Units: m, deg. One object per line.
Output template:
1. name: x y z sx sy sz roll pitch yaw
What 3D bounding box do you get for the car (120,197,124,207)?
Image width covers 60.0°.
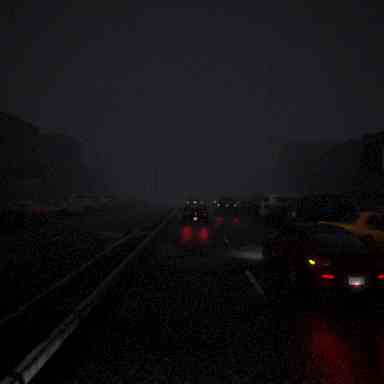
1. car: -12.459 1.419 47.221 4.553 1.767 2.185 0 -1 0

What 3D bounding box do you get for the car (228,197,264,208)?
1. car: 7.949 1.585 49.512 5.008 1.535 2.097 0 -1 0

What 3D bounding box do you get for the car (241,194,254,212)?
1. car: 7.838 1.193 35.741 5.566 2.045 2.435 0 0 0

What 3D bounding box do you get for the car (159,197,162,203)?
1. car: -12.126 2.154 94.581 5.566 2.045 2.435 0 -1 0

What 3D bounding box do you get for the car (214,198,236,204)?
1. car: 8.368 2.209 85.355 5.366 1.575 1.946 0 -1 0

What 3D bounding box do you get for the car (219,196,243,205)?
1. car: 8.047 1.775 68.813 4.553 1.767 2.185 0 -1 0

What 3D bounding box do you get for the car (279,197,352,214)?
1. car: 7.730 1.331 19.203 4.553 1.767 2.185 0 0 0

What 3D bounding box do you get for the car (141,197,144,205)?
1. car: -12.358 1.818 63.888 5.008 1.535 2.097 0 -1 0

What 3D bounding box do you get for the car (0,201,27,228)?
1. car: -12.751 1.482 19.448 4.792 1.488 2.163 0 0 0

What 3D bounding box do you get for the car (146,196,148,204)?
1. car: -12.335 1.945 69.445 4.792 1.488 2.163 0 -1 0

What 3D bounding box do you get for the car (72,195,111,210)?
1. car: -12.746 1.448 38.891 5.366 1.575 1.946 0 0 0

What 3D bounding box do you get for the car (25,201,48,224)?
1. car: -12.705 1.445 22.227 4.892 1.521 2.231 0 0 0

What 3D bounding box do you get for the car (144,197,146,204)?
1. car: -12.323 1.868 66.668 4.892 1.521 2.231 0 -1 0

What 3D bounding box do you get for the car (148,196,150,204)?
1. car: -12.277 1.969 72.349 5.008 1.535 2.097 0 -1 0

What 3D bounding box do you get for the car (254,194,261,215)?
1. car: 7.825 1.190 24.717 5.566 2.045 2.435 0 0 0

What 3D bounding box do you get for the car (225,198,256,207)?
1. car: 8.019 1.702 55.026 4.792 1.488 2.163 0 -1 0

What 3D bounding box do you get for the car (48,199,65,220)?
1. car: -12.679 1.434 25.131 5.008 1.535 2.097 0 0 0

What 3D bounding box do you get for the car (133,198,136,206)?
1. car: -12.606 1.677 55.680 5.366 1.575 1.946 0 -1 0

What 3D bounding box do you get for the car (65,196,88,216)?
1. car: -12.813 1.420 30.689 5.366 1.575 1.946 0 0 0

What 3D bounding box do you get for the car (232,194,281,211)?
1. car: 7.874 1.231 41.251 5.566 2.045 2.435 0 -1 0

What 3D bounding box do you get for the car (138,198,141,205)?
1. car: -12.346 1.800 61.110 4.792 1.488 2.163 0 -1 0

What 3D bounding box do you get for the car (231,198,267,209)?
1. car: 7.935 1.586 46.758 4.674 1.452 2.002 0 -1 0

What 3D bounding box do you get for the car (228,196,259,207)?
1. car: 8.004 1.503 52.271 4.553 1.767 2.185 0 -1 0

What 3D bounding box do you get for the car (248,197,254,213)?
1. car: 7.861 1.462 30.230 4.792 1.488 2.163 0 0 0

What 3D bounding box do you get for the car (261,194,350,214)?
1. car: 7.750 1.198 21.960 5.566 2.045 2.435 0 0 0

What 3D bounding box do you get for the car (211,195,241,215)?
1. car: 3.312 1.308 33.410 2.097 1.767 4.553 0 0 0

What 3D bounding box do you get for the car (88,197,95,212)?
1. car: -12.608 1.464 33.458 4.674 1.452 2.002 0 0 0

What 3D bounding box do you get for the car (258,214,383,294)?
1. car: 3.153 1.525 8.651 1.812 1.442 4.674 0 0 0

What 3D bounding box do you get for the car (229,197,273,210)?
1. car: 7.734 1.506 44.002 5.366 1.575 1.946 0 -1 0

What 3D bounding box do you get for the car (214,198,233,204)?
1. car: 8.224 2.299 88.111 4.792 1.488 2.163 0 -1 0

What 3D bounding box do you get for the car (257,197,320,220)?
1. car: 7.845 1.308 27.473 4.553 1.767 2.185 0 0 0

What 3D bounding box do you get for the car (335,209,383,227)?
1. car: 7.893 1.473 10.926 5.366 1.575 1.946 0 0 0

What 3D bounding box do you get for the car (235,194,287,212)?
1. car: 7.856 1.206 38.494 5.566 2.045 2.435 0 -1 0

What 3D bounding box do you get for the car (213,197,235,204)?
1. car: 7.981 2.155 82.594 5.366 1.575 1.946 0 -1 0

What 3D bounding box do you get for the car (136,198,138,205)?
1. car: -12.371 1.598 58.341 4.553 1.767 2.185 0 -1 0

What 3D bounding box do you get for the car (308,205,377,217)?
1. car: 7.911 1.468 13.686 5.366 1.575 1.946 0 0 0

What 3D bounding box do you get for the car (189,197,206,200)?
1. car: 0.366 1.363 42.169 2.097 1.767 4.553 0 0 0

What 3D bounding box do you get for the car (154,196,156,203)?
1. car: -12.198 2.178 83.339 4.892 1.521 2.231 0 -1 0

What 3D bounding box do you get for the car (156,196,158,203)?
1. car: -12.142 2.328 88.893 4.674 1.452 2.002 0 -1 0

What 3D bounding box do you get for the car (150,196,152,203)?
1. car: -12.265 2.021 75.128 4.892 1.521 2.231 0 -1 0

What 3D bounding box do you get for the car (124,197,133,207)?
1. car: -12.450 1.635 52.899 4.892 1.521 2.231 0 -1 0

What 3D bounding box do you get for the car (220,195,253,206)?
1. car: 8.054 1.509 60.544 5.566 2.045 2.435 0 -1 0

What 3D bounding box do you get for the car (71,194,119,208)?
1. car: -12.509 1.224 41.670 5.566 2.045 2.435 0 0 0

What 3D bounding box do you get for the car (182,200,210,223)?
1. car: 0.261 1.561 25.391 1.895 1.301 4.718 0 0 0

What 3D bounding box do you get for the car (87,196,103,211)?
1. car: -12.580 1.474 36.115 4.674 1.452 2.002 0 0 0

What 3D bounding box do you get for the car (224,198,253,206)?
1. car: 8.005 1.756 57.783 4.674 1.452 2.002 0 -1 0
